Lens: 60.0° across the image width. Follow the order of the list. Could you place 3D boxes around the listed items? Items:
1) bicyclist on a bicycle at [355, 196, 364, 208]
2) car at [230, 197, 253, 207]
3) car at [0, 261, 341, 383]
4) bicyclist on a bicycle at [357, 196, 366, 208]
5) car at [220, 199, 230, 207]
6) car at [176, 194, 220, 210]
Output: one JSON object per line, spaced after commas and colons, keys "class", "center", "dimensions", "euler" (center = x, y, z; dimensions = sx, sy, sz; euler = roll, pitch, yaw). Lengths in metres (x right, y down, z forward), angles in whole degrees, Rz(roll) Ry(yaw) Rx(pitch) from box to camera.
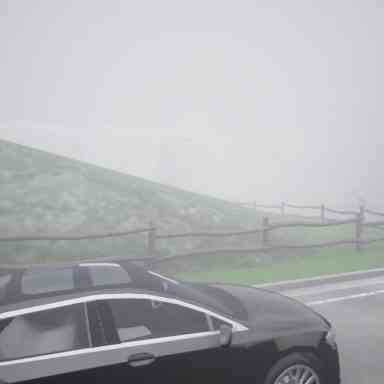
{"class": "bicyclist on a bicycle", "center": [22.259, 1.310, 44.215], "dimensions": [1.656, 1.620, 0.582], "euler": [0, 0, -44]}
{"class": "car", "center": [6.857, 1.482, 51.057], "dimensions": [5.008, 1.535, 1.882], "euler": [0, 0, 31]}
{"class": "car", "center": [-0.768, 1.491, 3.271], "dimensions": [4.902, 1.511, 2.128], "euler": [0, 0, -24]}
{"class": "bicyclist on a bicycle", "center": [22.570, 1.310, 43.896], "dimensions": [1.656, 1.620, 0.582], "euler": [0, 0, -44]}
{"class": "car", "center": [2.632, 1.481, 49.464], "dimensions": [5.008, 1.535, 1.882], "euler": [0, 0, 28]}
{"class": "car", "center": [0.511, 1.226, 46.529], "dimensions": [5.566, 2.045, 2.150], "euler": [0, 0, 25]}
